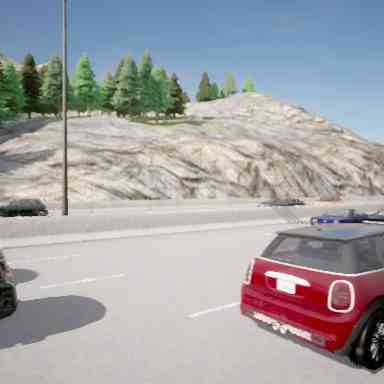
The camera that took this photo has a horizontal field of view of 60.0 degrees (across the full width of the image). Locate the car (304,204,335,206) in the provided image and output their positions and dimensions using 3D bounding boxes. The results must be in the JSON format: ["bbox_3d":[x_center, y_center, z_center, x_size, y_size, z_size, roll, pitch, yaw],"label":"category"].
[{"bbox_3d":[14.601,1.311,36.048,4.553,1.767,2.097,0,0,-36],"label":"car"}]

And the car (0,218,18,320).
[{"bbox_3d":[-5.367,1.225,4.207,5.566,2.045,2.150,0,0,-36],"label":"car"}]

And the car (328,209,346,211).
[{"bbox_3d":[8.824,1.578,18.720,4.718,1.301,1.895,0,0,-36],"label":"car"}]

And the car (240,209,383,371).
[{"bbox_3d":[3.039,1.346,5.938,4.553,1.767,2.097,0,0,-36],"label":"car"}]
